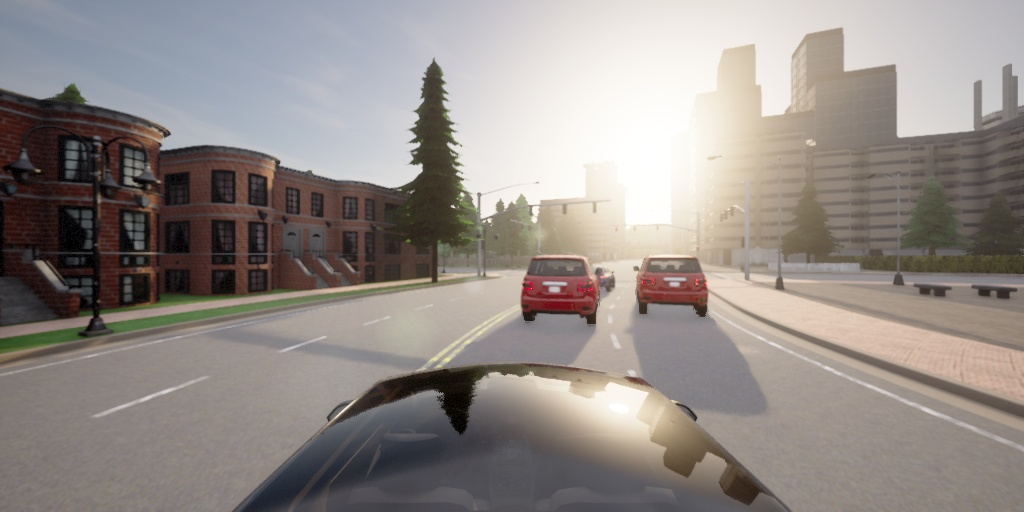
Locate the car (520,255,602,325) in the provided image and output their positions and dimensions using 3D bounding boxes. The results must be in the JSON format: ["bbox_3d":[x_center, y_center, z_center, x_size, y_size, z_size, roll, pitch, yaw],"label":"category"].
[{"bbox_3d":[1.805,0.979,12.128,2.150,2.045,5.566,0,0,15],"label":"car"}]

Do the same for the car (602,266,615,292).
[{"bbox_3d":[5.098,1.290,21.537,1.812,1.442,4.674,0,0,21],"label":"car"}]

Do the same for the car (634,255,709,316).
[{"bbox_3d":[5.967,0.982,13.827,2.150,2.045,5.566,0,0,18],"label":"car"}]
